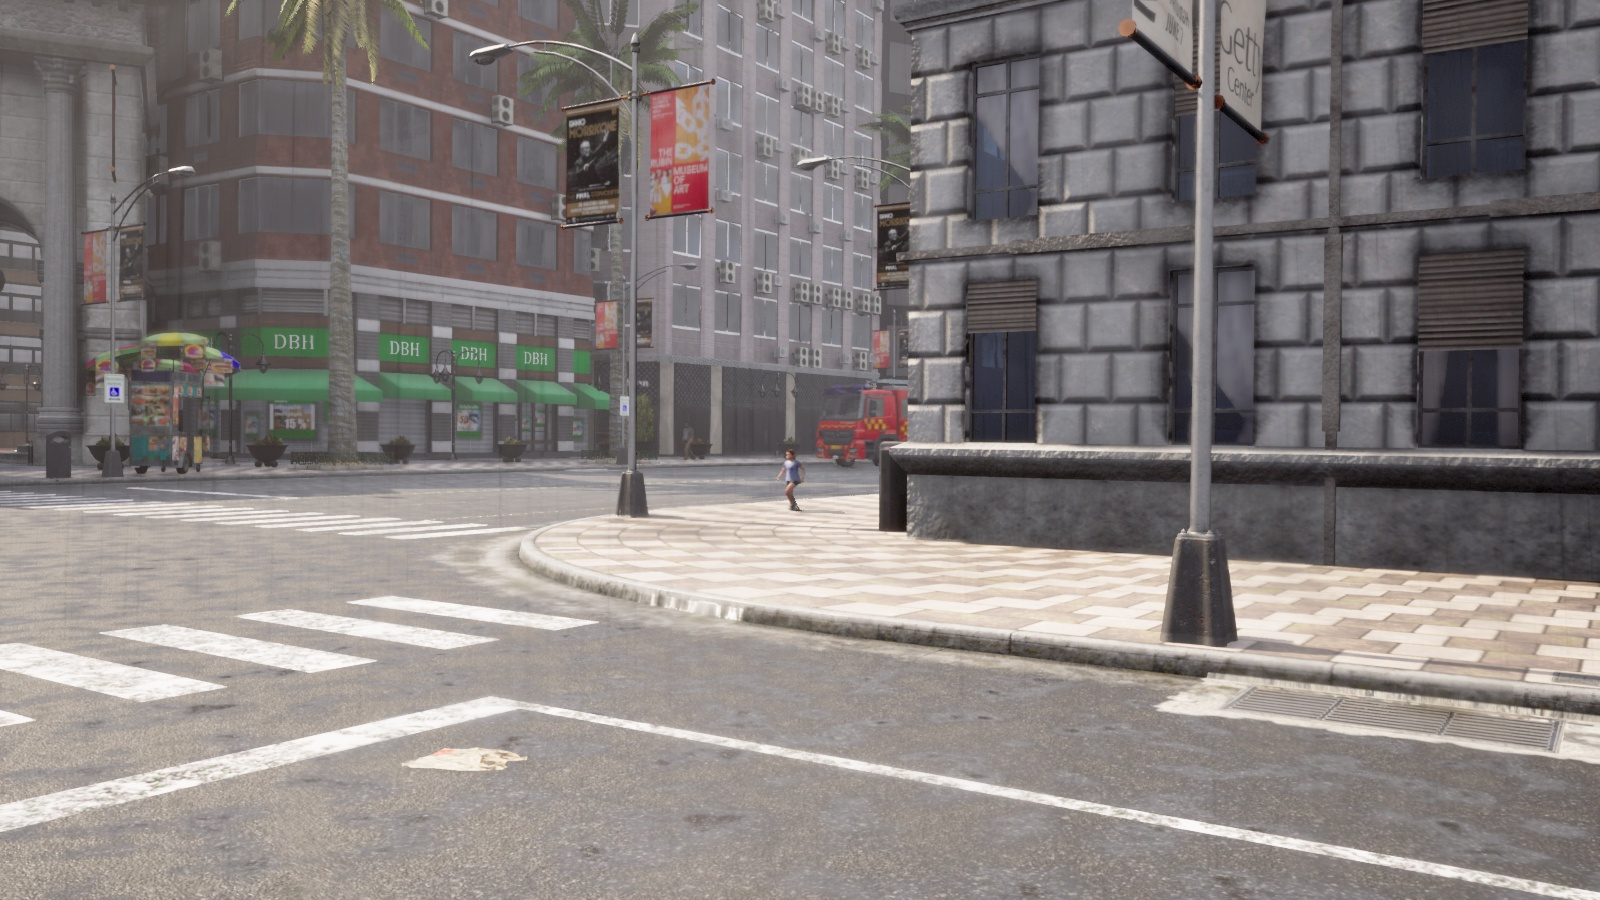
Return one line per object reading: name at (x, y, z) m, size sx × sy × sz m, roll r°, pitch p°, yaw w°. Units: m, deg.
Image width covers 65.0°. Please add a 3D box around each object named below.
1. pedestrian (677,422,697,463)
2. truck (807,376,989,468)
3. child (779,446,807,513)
pedestrian at (-5.138, -0.345, 57.101) m, size 0.694 × 1.848 × 0.540 m, roll -1°, pitch 1°, yaw -38°
truck at (4.462, -1.235, 55.738) m, size 8.468 × 3.827 × 2.891 m, roll -1°, pitch 1°, yaw -41°
child at (-0.114, 0.482, 20.995) m, size 0.255 × 1.110 × 0.394 m, roll 0°, pitch 1°, yaw 40°
